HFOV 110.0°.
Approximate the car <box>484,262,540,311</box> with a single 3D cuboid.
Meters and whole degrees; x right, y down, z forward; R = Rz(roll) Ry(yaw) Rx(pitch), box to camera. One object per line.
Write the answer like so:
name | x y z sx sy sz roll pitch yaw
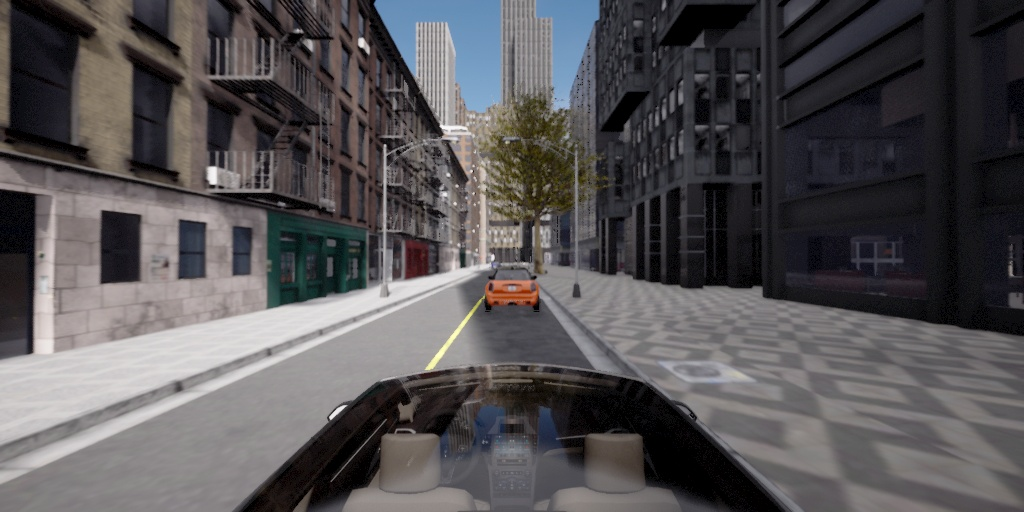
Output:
car | 0.022 1.230 15.272 2.097 1.767 4.553 0 -1 0
